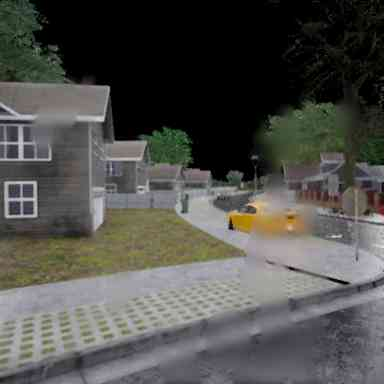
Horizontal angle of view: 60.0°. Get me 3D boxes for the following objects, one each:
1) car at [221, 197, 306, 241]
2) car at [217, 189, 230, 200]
[{"bbox_3d":[3.179,1.186,15.168,1.882,1.535,5.008,-3,2,-13],"label":"car"},{"bbox_3d":[5.316,0.363,55.887,2.097,1.767,4.553,-1,1,8],"label":"car"}]
